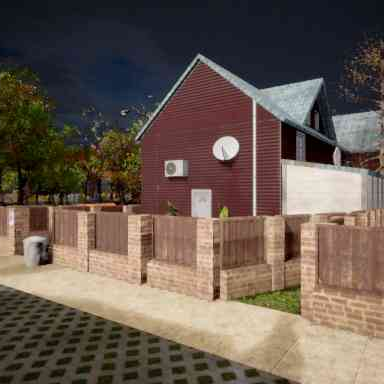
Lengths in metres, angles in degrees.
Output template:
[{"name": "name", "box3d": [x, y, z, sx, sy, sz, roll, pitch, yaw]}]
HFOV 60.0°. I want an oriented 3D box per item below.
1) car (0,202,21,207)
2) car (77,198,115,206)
[{"name": "car", "box3d": [-14.847, 1.556, 25.082, 1.837, 1.490, 4.892, 0, 0, 35]}, {"name": "car", "box3d": [-9.618, 1.434, 32.460, 2.097, 1.767, 4.553, 0, 0, 35]}]
